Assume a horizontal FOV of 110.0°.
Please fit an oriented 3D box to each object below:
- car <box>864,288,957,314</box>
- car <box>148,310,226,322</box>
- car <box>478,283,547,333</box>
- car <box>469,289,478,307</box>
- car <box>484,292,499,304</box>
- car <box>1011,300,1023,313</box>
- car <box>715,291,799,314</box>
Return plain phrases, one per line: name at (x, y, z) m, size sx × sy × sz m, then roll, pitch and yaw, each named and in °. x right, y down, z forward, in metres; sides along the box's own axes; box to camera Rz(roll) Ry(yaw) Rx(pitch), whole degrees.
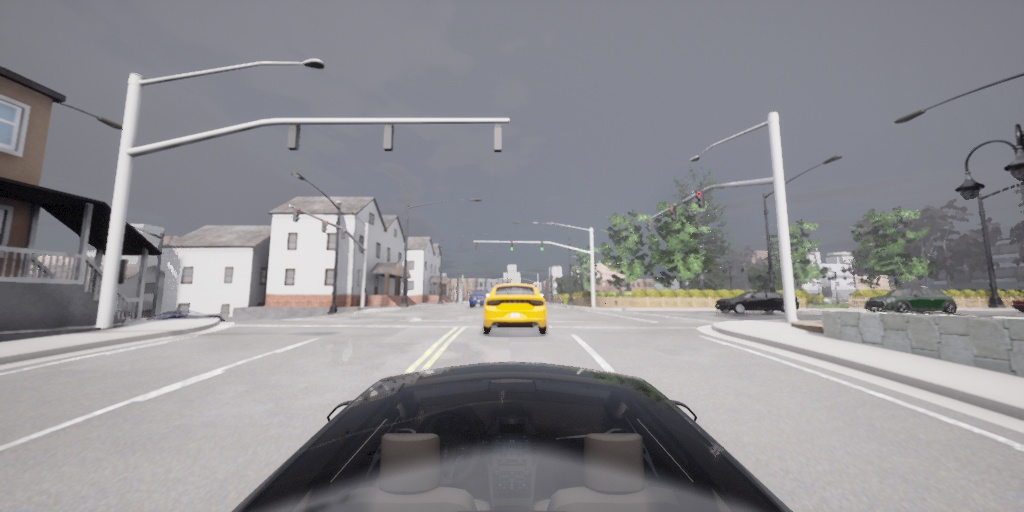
car at (26.654, 2.966, 24.184) m, size 4.553 × 1.767 × 2.097 m, roll 0°, pitch -7°, yaw 1°
car at (-19.345, 3.866, 20.967) m, size 4.181 × 1.385 × 1.994 m, roll -8°, pitch -7°, yaw 0°
car at (0.093, 1.689, 12.312) m, size 1.882 × 1.535 × 5.008 m, roll 0°, pitch -5°, yaw 0°
car at (-3.609, 4.874, 41.532) m, size 2.150 × 2.045 × 5.566 m, roll 0°, pitch -7°, yaw 0°
car at (-3.528, 7.341, 62.524) m, size 2.150 × 2.045 × 5.566 m, roll 0°, pitch -7°, yaw 0°
car at (36.900, 3.194, 23.993) m, size 4.718 × 1.301 × 1.895 m, roll 0°, pitch -7°, yaw 1°
car at (16.492, 3.107, 24.313) m, size 5.008 × 1.535 × 1.882 m, roll 0°, pitch -7°, yaw 1°
